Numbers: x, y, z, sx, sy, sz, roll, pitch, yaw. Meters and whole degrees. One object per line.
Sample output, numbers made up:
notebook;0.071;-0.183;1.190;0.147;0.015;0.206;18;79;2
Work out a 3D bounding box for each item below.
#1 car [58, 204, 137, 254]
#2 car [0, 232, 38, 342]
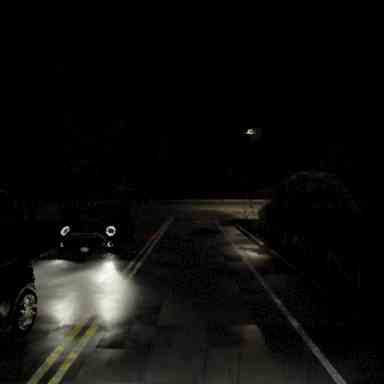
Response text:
car;-3.566;1.328;13.337;2.097;1.767;4.553;0;0;0
car;-3.594;1.345;3.574;2.097;1.767;4.553;0;0;0
